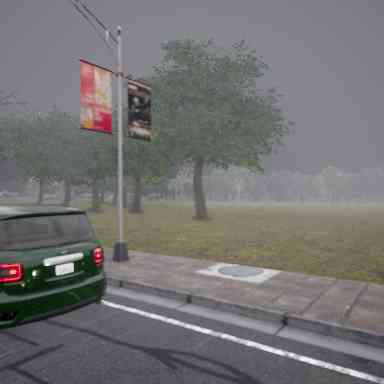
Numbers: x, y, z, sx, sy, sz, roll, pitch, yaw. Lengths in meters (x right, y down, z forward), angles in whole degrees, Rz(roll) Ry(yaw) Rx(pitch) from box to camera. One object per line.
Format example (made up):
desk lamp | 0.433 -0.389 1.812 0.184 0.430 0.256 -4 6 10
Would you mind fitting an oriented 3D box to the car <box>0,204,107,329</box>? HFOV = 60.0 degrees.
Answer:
car | -4.083 1.258 6.553 5.566 2.045 2.150 0 0 36
